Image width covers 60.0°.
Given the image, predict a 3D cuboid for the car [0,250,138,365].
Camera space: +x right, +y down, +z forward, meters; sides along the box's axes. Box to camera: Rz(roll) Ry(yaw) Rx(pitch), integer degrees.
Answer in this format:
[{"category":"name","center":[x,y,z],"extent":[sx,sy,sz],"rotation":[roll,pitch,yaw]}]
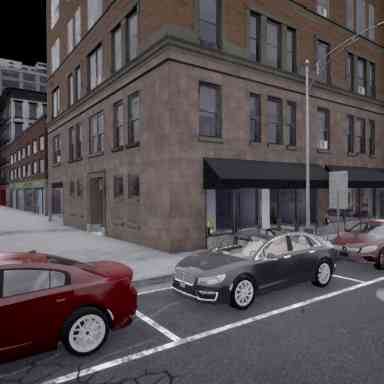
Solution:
[{"category":"car","center":[-2.950,1.545,4.438],"extent":[4.507,1.381,1.887],"rotation":[0,-1,-36]}]

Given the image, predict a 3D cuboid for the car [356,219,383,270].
[{"category":"car","center":[6.133,1.581,10.931],"extent":[4.206,1.307,1.802],"rotation":[0,-1,-36]}]

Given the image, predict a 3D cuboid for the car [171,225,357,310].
[{"category":"car","center":[1.591,1.550,7.684],"extent":[4.403,1.369,2.008],"rotation":[0,-1,-36]}]
